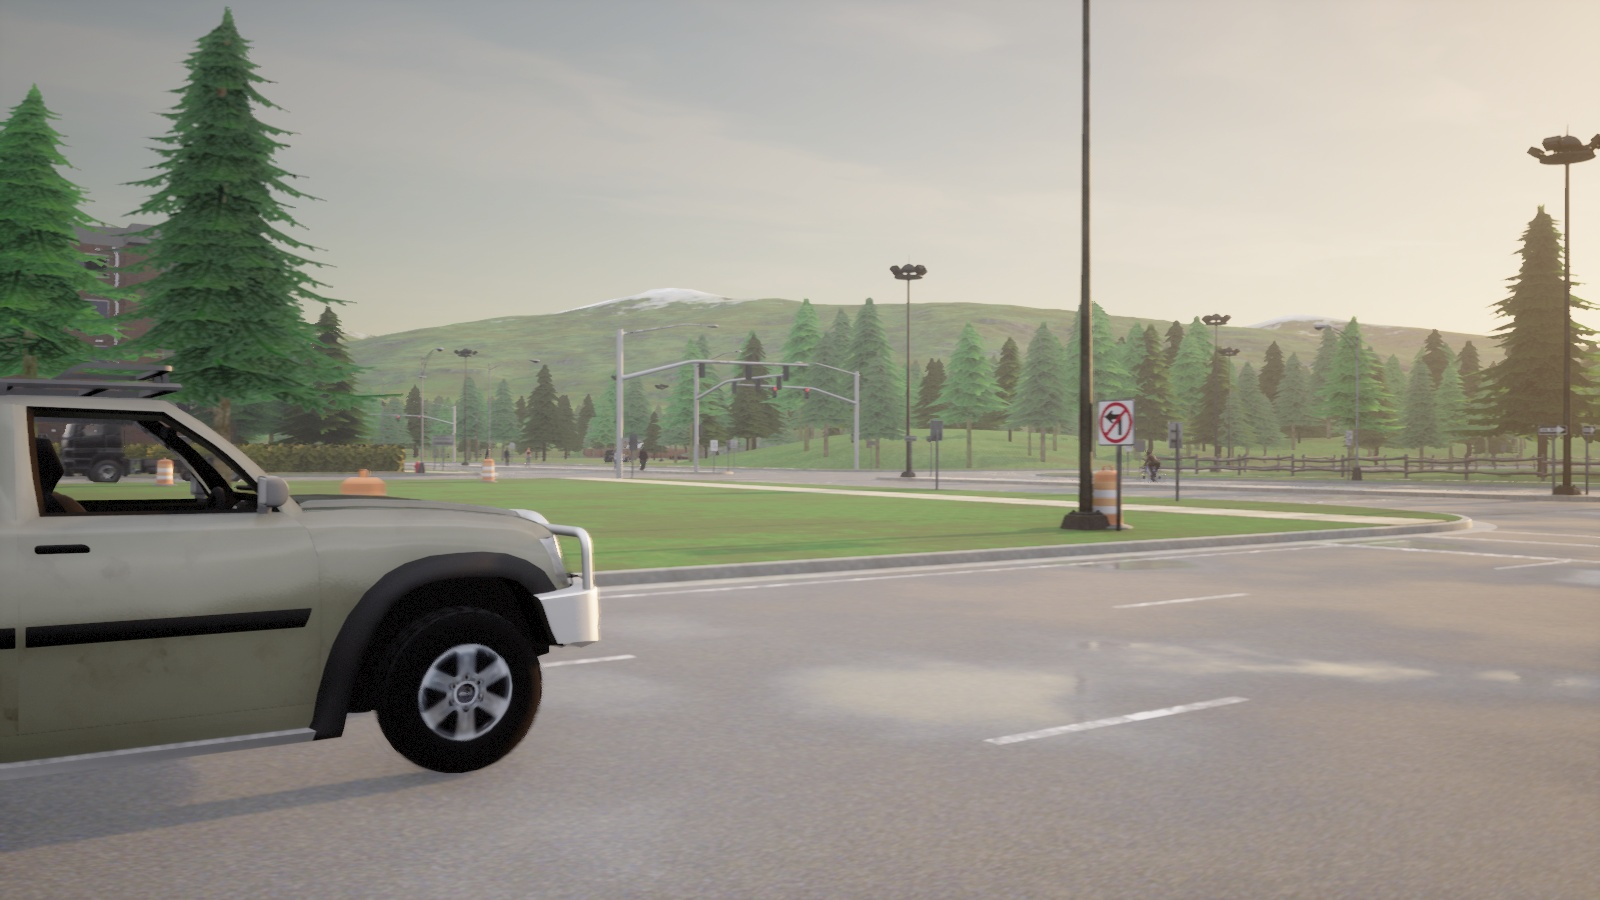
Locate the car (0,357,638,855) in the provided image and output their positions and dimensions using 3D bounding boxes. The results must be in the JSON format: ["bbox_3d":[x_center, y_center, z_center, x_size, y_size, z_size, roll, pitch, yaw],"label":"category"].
[{"bbox_3d":[-3.240,0.582,5.669,4.605,1.855,1.932,0,0,-35],"label":"car"}]
